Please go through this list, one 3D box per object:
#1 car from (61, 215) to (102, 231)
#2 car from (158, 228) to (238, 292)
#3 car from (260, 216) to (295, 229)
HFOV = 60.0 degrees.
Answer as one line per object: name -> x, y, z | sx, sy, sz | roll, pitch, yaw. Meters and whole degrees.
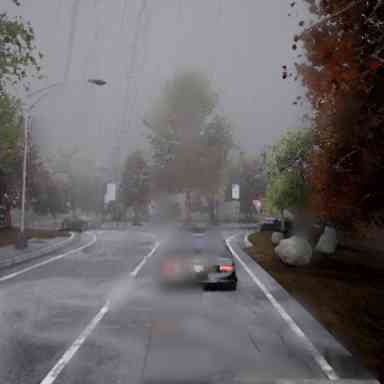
car -> -11.354, 3.151, 34.048 | 4.892, 1.490, 1.837 | -3, -4, 34
car -> 0.143, 1.722, 9.397 | 2.033, 1.411, 5.357 | 0, -2, 1
car -> 9.716, 3.463, 37.737 | 2.033, 1.411, 5.357 | -4, -6, 42
